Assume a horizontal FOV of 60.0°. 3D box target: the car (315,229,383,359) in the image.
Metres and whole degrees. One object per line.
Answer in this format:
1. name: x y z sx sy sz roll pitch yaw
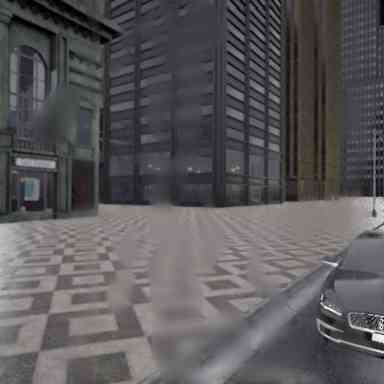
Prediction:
1. car: 3.663 1.507 5.974 1.837 1.490 4.892 0 0 35
